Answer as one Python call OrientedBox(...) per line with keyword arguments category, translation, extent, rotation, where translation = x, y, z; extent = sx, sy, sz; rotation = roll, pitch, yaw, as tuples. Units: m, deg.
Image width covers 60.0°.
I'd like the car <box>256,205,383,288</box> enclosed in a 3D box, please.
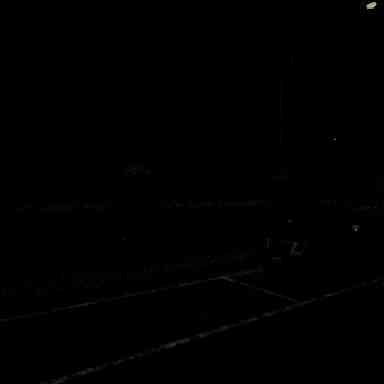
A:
OrientedBox(category="car", translation=(4.086, 1.313, 9.455), extent=(5.009, 1.841, 2.192), rotation=(0, 0, -36))
